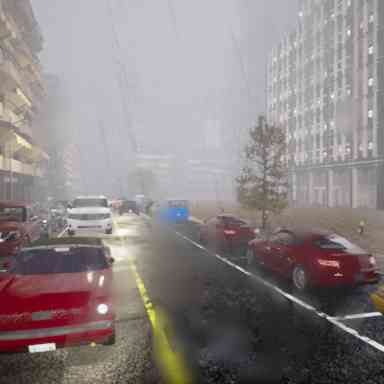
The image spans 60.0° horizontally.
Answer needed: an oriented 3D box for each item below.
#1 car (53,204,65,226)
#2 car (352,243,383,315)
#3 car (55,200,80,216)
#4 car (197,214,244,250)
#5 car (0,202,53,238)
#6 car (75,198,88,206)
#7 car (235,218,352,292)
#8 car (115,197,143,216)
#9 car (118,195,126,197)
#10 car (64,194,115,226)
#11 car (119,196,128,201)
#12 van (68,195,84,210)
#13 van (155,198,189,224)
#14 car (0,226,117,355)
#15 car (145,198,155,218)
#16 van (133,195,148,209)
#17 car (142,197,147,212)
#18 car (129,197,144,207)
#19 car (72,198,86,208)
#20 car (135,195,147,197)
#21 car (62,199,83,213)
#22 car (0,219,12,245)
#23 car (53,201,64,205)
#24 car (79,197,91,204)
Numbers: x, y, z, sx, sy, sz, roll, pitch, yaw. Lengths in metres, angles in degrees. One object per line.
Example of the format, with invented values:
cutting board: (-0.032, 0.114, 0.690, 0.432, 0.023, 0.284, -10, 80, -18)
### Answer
car: (-8.083, 1.549, 17.291, 2.008, 1.369, 4.403, 0, 0, -15)
car: (4.271, 1.525, 3.619, 1.752, 1.417, 4.829, 0, 0, -15)
car: (-12.389, 1.570, 33.301, 1.947, 1.339, 4.313, 0, 0, -15)
car: (1.444, 1.580, 14.129, 1.802, 1.307, 4.206, 0, 0, -15)
car: (-6.650, 1.313, 11.953, 2.192, 1.841, 5.009, 0, 0, -15)
car: (-18.131, 1.605, 54.648, 1.802, 1.307, 4.206, 0, 0, -15)
car: (2.880, 1.581, 8.793, 1.802, 1.307, 4.206, 0, 0, -15)
car: (-6.324, 1.508, 33.029, 1.837, 1.490, 4.892, 0, 0, -15)
car: (-9.042, 1.363, 43.084, 2.097, 1.767, 4.553, 0, 0, -15)
car: (-5.745, 1.220, 18.972, 2.150, 2.045, 5.566, 0, 0, -15)
car: (-17.215, 1.603, 83.511, 1.887, 1.381, 4.507, 0, 0, -15)
van: (-15.262, 1.354, 43.975, 1.690, 1.788, 3.998, 0, 0, -15)
van: (-1.427, 1.341, 24.803, 1.690, 1.788, 3.998, 0, 0, -15)
car: (-2.408, 1.600, 6.205, 1.895, 1.301, 4.718, 0, 0, -15)
car: (-2.905, 1.527, 30.304, 1.752, 1.417, 4.829, 0, 0, -15)
van: (-7.169, 1.354, 46.152, 1.690, 1.788, 3.998, 0, 0, -15)
car: (-4.297, 1.570, 35.478, 1.947, 1.339, 4.313, 0, 0, -15)
car: (-8.647, 1.543, 51.652, 1.752, 1.417, 4.829, 0, 0, -15)
car: (-16.695, 1.600, 49.312, 1.802, 1.307, 4.206, 0, 0, -15)
car: (-5.733, 1.448, 40.814, 1.967, 1.590, 4.097, 0, 0, -15)
car: (-13.825, 1.553, 38.638, 1.887, 1.381, 4.507, 0, 0, -15)
car: (-5.169, 1.524, 6.453, 1.752, 1.417, 4.829, 0, 0, -15)
car: (-9.519, 1.551, 22.628, 2.008, 1.369, 4.403, 0, 0, -15)
car: (-21.001, 1.601, 65.323, 1.947, 1.339, 4.313, 0, 0, -15)
